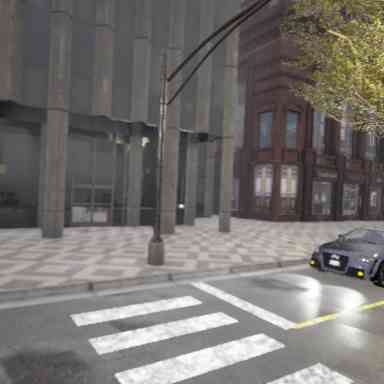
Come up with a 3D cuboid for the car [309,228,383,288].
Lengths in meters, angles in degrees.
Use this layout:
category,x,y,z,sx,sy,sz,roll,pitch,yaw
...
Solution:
category,x,y,z,sx,sy,sz,roll,pitch,yaw
car,5.545,1.816,10.108,4.181,1.385,1.994,3,0,-33
